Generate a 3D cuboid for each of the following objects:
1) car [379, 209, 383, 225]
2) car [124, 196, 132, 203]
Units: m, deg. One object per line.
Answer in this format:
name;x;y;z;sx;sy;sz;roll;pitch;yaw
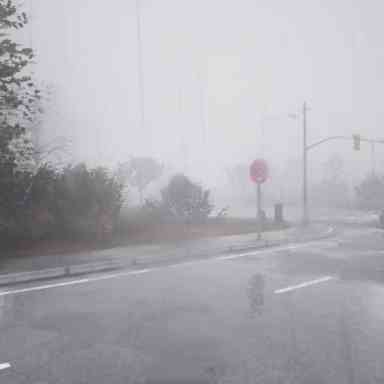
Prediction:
car;12.883;1.379;17.985;1.882;1.535;5.008;0;0;-32
car;-12.365;1.089;58.596;2.033;1.411;5.357;0;1;-33
